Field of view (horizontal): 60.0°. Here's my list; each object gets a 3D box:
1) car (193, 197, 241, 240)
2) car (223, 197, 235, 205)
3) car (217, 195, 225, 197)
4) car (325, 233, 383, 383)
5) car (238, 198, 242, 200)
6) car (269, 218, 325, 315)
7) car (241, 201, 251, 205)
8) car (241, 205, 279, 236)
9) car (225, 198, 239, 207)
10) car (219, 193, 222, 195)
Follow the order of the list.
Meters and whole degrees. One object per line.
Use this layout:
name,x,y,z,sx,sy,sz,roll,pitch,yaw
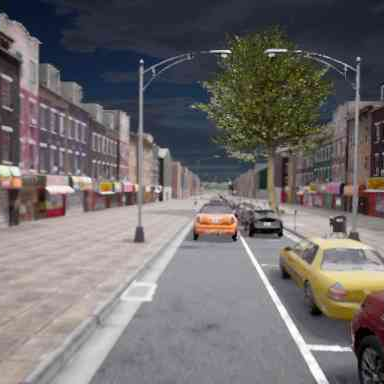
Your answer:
car,1.229,1.348,17.401,2.097,1.767,4.553,1,0,4
car,6.947,1.623,62.543,2.008,1.369,4.403,0,0,4
car,3.250,1.513,45.940,1.837,1.490,4.892,1,0,4
car,2.659,1.355,1.691,2.192,1.841,5.009,0,0,4
car,4.998,1.585,34.883,1.887,1.381,4.507,0,0,4
car,3.062,1.564,7.393,1.752,1.417,4.829,0,0,4
car,4.219,1.588,23.819,2.008,1.369,4.403,0,0,4
car,3.829,1.603,18.287,1.947,1.339,4.313,0,0,4
car,6.167,1.608,51.479,2.008,1.369,4.403,0,0,4
car,8.505,1.662,84.670,2.008,1.369,4.403,0,0,4
